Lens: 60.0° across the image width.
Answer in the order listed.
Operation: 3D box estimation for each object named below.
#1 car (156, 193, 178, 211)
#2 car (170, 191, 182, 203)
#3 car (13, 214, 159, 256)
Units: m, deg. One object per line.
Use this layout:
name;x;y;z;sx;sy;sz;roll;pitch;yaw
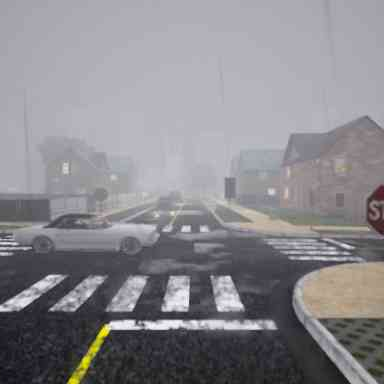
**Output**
car;-2.821;1.174;36.201;1.882;1.535;5.008;0;1;0
car;-2.770;0.775;54.538;2.150;2.045;5.566;0;0;0
car;-3.549;1.468;11.854;4.718;1.301;1.895;1;0;0
